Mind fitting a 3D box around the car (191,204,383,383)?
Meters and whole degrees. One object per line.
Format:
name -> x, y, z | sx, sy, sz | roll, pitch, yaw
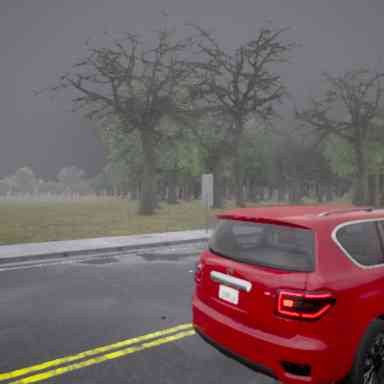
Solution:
car -> 2.595, 1.218, 5.181 | 5.566, 2.045, 2.150 | 0, 0, -35
